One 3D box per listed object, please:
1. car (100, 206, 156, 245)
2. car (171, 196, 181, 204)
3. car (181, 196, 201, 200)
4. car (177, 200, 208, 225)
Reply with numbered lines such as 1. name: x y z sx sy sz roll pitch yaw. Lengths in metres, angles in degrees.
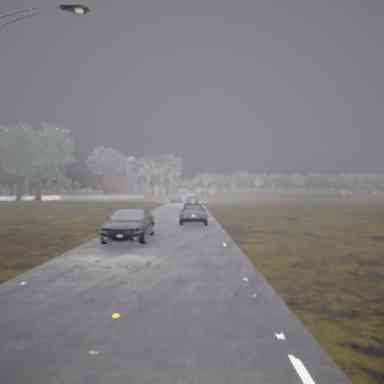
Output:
1. car: -2.848 1.457 15.593 1.882 1.535 5.008 0 0 0
2. car: -2.745 1.453 60.723 1.994 1.385 4.181 0 0 0
3. car: 0.104 1.274 41.298 2.097 1.767 4.553 0 0 0
4. car: 0.102 1.527 23.863 1.994 1.385 4.181 0 0 0
